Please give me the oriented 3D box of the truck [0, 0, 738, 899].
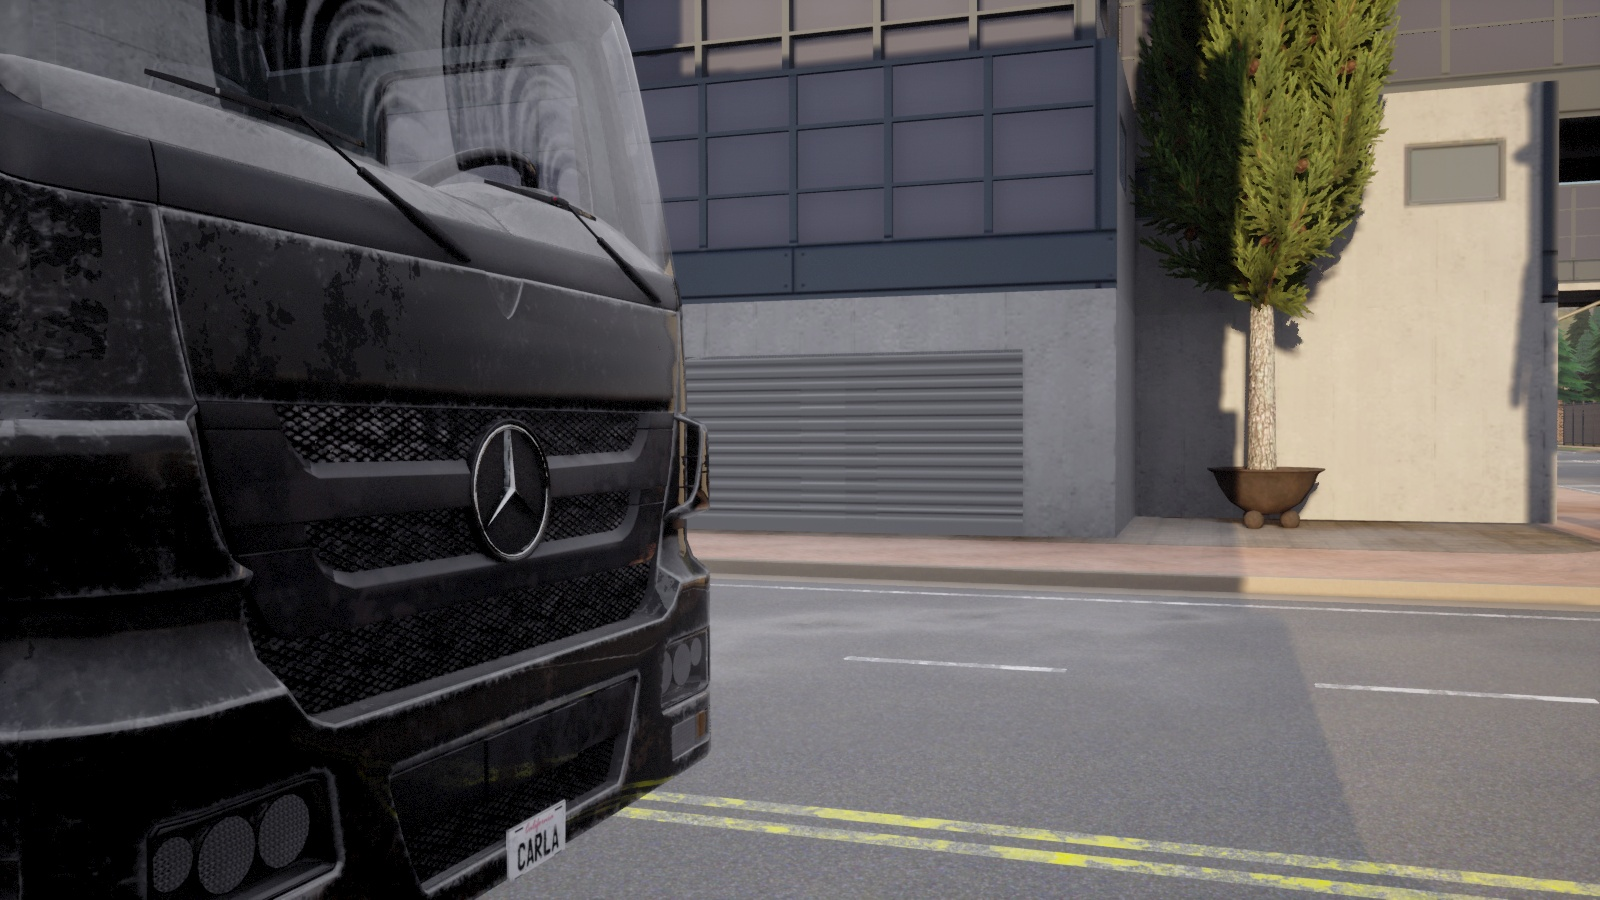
[{"bbox_3d":[-4.464,-0.248,4.736,7.936,3.462,2.891,1,1,20],"label":"truck"}]
